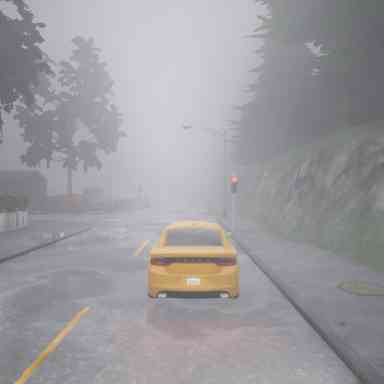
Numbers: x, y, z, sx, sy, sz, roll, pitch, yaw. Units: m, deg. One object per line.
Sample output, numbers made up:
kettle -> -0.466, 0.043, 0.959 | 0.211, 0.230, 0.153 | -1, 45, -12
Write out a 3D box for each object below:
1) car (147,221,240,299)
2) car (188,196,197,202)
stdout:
car -> 0.049, 1.478, 8.528 | 1.882, 1.535, 5.008 | 0, 0, 1
car -> 0.012, 1.508, 71.061 | 1.895, 1.301, 4.718 | 0, 0, 0
